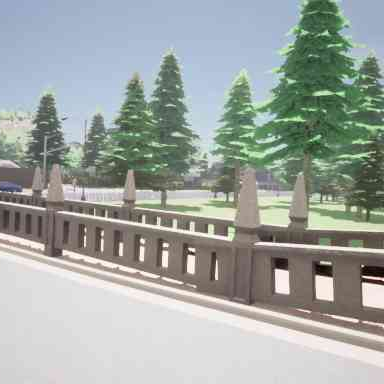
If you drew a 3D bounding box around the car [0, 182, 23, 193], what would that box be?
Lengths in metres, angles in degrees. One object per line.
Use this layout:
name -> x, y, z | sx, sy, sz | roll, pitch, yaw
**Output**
car -> -21.377, -0.400, 36.976 | 1.812, 1.442, 4.674 | 4, 2, 37
